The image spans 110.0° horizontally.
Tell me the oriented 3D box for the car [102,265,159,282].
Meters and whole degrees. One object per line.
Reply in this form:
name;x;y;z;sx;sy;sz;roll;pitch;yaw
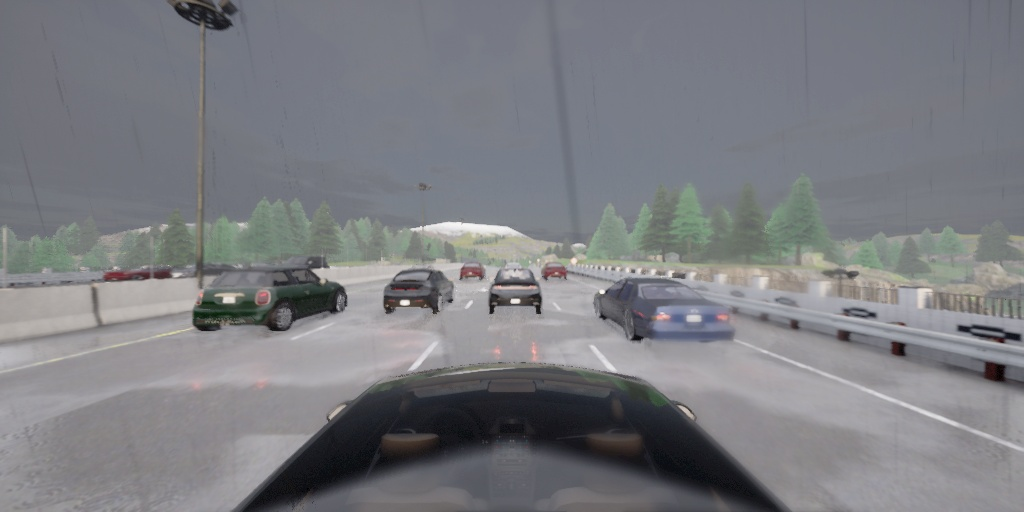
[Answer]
car;-28.081;1.366;27.577;1.895;1.301;4.718;0;0;0

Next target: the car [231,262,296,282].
car;-21.076;1.281;30.696;2.128;1.511;4.902;0;0;0

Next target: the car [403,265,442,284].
car;-6.882;1.368;28.204;1.895;1.301;4.718;0;0;0

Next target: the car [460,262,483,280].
car;-3.381;1.272;31.524;1.882;1.535;5.008;0;0;0

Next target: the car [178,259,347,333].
car;-6.894;1.084;10.873;2.097;1.767;4.553;0;0;0

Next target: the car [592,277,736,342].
car;3.606;1.281;9.624;2.033;1.411;5.357;0;0;0

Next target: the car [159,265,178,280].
car;-24.579;1.264;28.716;2.128;1.511;4.902;0;0;0

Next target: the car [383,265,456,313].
car;-3.392;1.232;13.785;1.837;1.490;4.892;0;0;0

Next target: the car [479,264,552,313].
car;0.108;1.219;13.784;2.128;1.511;4.902;0;0;0

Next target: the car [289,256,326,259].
car;-17.578;1.006;30.137;2.150;2.045;5.566;0;-1;0

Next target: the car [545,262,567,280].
car;3.631;1.271;31.540;1.882;1.535;5.008;0;0;0
